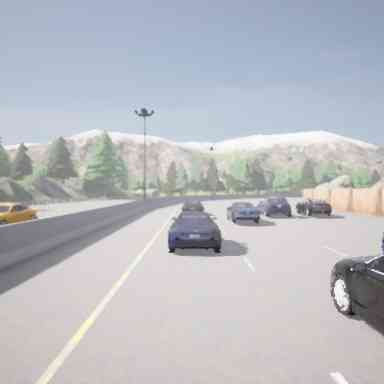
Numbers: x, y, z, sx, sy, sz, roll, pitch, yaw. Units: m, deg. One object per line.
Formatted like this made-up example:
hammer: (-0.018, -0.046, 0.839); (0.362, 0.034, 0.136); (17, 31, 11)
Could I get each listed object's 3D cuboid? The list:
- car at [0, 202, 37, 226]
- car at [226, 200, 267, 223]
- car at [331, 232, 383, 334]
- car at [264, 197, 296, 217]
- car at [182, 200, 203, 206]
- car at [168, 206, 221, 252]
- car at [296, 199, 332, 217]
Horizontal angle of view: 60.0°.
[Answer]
car: (-10.606, 1.371, 18.774); (1.882, 1.535, 5.008); (0, 0, 0)
car: (3.589, 1.412, 23.947); (2.033, 1.411, 5.357); (0, 0, 0)
car: (3.598, 1.479, 4.528); (1.837, 1.490, 4.892); (0, 0, 0)
car: (7.086, 1.188, 29.030); (2.097, 1.767, 4.553); (0, 0, 0)
car: (0.085, 1.395, 29.953); (1.994, 1.385, 4.181); (0, 0, 0)
car: (0.093, 1.487, 13.540); (1.994, 1.385, 4.181); (0, 0, 0)
car: (10.586, 1.326, 29.303); (2.128, 1.511, 4.902); (0, 0, 0)
